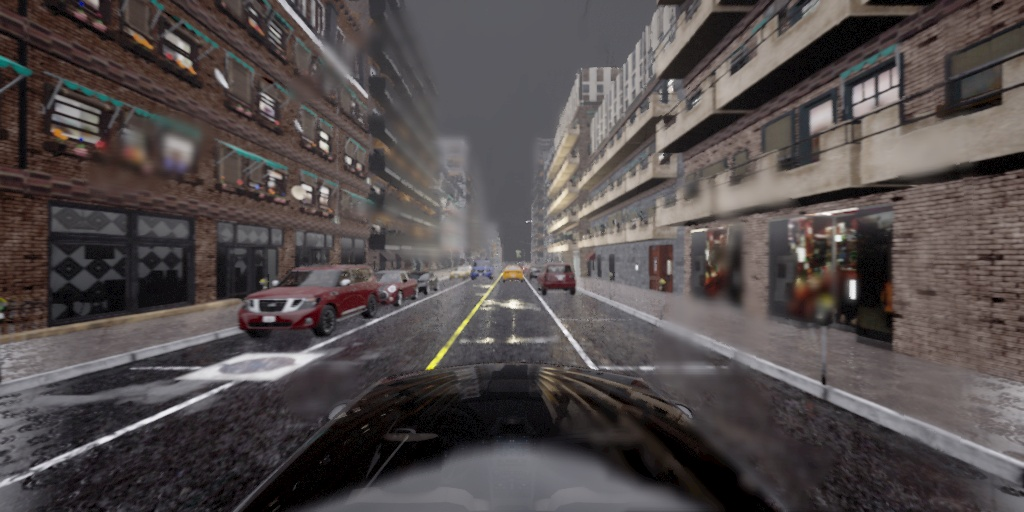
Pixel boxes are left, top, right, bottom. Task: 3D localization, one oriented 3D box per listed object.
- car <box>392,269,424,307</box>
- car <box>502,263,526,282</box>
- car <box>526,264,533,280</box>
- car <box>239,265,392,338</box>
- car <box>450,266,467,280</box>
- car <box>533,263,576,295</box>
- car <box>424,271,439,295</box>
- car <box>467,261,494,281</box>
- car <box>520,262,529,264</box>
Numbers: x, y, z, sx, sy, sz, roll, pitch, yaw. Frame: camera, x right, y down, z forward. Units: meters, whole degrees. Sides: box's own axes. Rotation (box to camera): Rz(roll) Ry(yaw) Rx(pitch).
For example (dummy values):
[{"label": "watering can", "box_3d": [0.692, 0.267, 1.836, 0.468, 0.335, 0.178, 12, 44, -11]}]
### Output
[{"label": "car", "box_3d": [-5.694, 1.407, 16.582, 1.967, 1.591, 4.097, 0, 0, 0]}, {"label": "car", "box_3d": [0.092, 1.718, 35.092, 1.882, 1.535, 5.008, 0, -1, 0]}, {"label": "car", "box_3d": [2.683, 1.867, 39.204, 1.948, 1.339, 4.313, 0, 0, 0]}, {"label": "car", "box_3d": [-5.693, 1.199, 10.919, 2.192, 1.841, 5.009, 0, 0, 0]}, {"label": "car", "box_3d": [-5.698, 1.826, 39.066, 1.751, 1.417, 4.829, 0, 0, 0]}, {"label": "car", "box_3d": [2.685, 1.365, 22.215, 2.192, 1.841, 5.009, 0, 0, 0]}, {"label": "car", "box_3d": [-5.695, 1.616, 22.245, 1.948, 1.339, 4.313, 0, 0, 0]}, {"label": "car", "box_3d": [-3.104, 1.508, 38.271, 2.150, 2.045, 5.566, 0, -1, 0]}, {"label": "car", "box_3d": [2.679, 2.077, 61.857, 1.967, 1.591, 4.097, 0, 0, 0]}]
